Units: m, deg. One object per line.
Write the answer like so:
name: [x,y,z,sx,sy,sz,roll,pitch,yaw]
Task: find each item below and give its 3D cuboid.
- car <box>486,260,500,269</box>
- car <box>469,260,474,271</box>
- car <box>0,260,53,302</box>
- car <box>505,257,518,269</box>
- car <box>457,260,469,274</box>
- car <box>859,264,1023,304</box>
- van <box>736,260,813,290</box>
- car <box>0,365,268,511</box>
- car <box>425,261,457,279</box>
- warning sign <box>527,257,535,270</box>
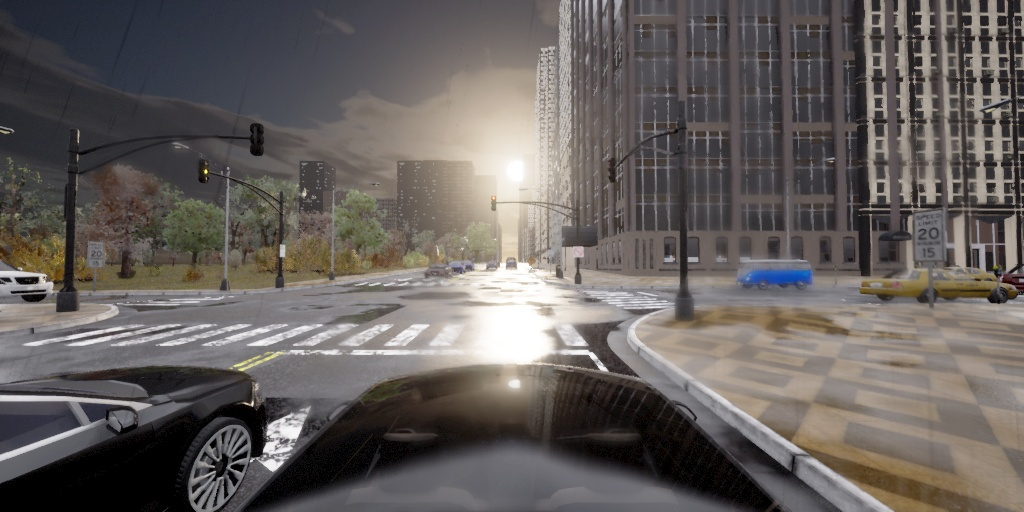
car: [-3.321,1.488,60.571,2.033,1.411,5.357,0,0,0]
car: [-6.739,1.378,53.619,1.882,1.535,5.008,0,0,0]
car: [-23.575,1.057,15.455,5.566,2.045,2.150,0,-2,-1]
car: [-0.074,1.425,61.755,1.882,1.535,5.008,0,-1,0]
car: [-6.716,1.329,43.386,1.882,1.535,5.008,0,0,0]
car: [16.292,1.075,13.761,4.829,1.417,1.751,0,0,-1]
van: [15.888,1.122,21.778,3.998,1.789,1.690,0,0,-1]
car: [-3.143,1.241,1.308,2.128,1.511,4.902,0,0,0]
car: [-6.685,1.379,33.256,1.994,1.385,4.181,0,0,0]
warning sign: [2.709,1.000,50.679,1.300,1.860,1.060,0,0,0]
